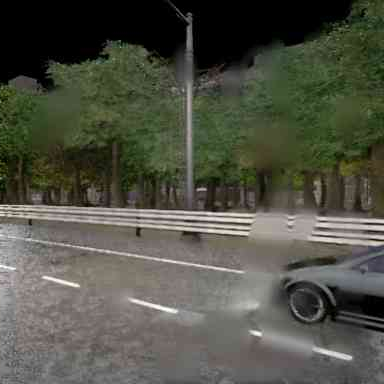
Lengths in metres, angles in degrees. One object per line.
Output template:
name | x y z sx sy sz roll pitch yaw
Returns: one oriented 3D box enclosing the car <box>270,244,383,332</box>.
car | 3.507 1.567 5.668 4.181 1.385 1.994 0 0 36
